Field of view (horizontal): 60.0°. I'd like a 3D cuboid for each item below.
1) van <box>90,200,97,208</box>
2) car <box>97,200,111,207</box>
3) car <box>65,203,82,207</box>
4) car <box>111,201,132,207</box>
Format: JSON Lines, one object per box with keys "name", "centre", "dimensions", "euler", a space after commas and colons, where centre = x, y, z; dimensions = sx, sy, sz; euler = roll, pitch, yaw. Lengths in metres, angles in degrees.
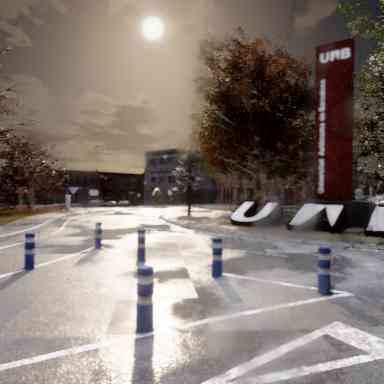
{"name": "van", "centre": [-22.511, 2.864, 78.494], "dimensions": [4.442, 1.987, 1.878], "euler": [-4, -3, 45]}
{"name": "car", "centre": [-18.523, 2.843, 74.537], "dimensions": [4.792, 1.488, 2.163], "euler": [-4, -3, 45]}
{"name": "car", "centre": [-30.253, 3.667, 86.173], "dimensions": [4.674, 1.452, 2.002], "euler": [-4, -3, 45]}
{"name": "car", "centre": [-14.614, 2.583, 70.682], "dimensions": [4.674, 1.452, 2.002], "euler": [-4, -5, 45]}
